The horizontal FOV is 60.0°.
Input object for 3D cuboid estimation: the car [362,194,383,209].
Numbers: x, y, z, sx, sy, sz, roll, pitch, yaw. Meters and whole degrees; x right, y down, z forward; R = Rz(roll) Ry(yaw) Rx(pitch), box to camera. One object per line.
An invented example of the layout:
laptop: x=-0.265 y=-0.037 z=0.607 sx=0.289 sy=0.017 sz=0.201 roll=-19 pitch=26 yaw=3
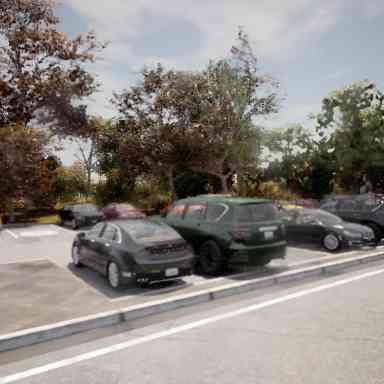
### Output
car: x=26.780 y=1.332 z=45.595 sx=2.435 sy=2.045 sz=5.566 roll=0 pitch=0 yaw=-36

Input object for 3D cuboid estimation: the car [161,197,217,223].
car: x=-0.308 y=1.325 z=26.236 sx=2.185 sy=1.767 sz=4.553 roll=0 pitch=0 yaw=-36

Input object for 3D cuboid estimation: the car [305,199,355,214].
car: x=15.520 y=1.541 z=37.615 sx=2.163 sy=1.488 sz=4.792 roll=0 pitch=0 yaw=-36

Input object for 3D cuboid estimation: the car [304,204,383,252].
car: x=5.012 y=1.446 z=14.011 sx=2.231 sy=1.521 sz=4.892 roll=0 pitch=0 yaw=-35

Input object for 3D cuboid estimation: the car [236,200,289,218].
car: x=6.473 y=1.515 z=31.111 sx=2.002 sy=1.452 sz=4.674 roll=0 pitch=0 yaw=-36

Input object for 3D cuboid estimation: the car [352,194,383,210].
car: x=24.615 y=1.315 z=44.046 sx=2.435 sy=2.045 sz=5.566 roll=0 pitch=0 yaw=-36

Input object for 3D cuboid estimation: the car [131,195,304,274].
car: x=0.434 y=1.196 z=10.778 sx=2.435 sy=2.045 sz=5.566 roll=0 pitch=0 yaw=-35

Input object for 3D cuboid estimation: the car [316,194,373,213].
car: x=17.818 y=1.271 z=39.188 sx=2.435 sy=2.045 sz=5.566 roll=0 pitch=0 yaw=-36

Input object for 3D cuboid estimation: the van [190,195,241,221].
van: x=1.870 y=1.230 z=27.971 sx=1.878 sy=1.987 sz=4.442 roll=0 pitch=0 yaw=-35

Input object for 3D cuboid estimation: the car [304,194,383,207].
car: x=7.284 y=1.199 z=15.658 sx=2.435 sy=2.045 sz=5.566 roll=0 pitch=0 yaw=-35

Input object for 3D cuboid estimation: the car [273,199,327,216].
car: x=11.008 y=1.493 z=34.348 sx=2.097 sy=1.535 sz=5.008 roll=0 pitch=0 yaw=-36

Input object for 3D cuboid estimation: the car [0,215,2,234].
car: x=-11.664 y=1.462 z=18.179 sx=2.097 sy=1.535 sz=5.008 roll=0 pitch=0 yaw=-35

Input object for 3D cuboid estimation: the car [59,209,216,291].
car: x=-1.827 y=1.455 z=9.126 sx=2.231 sy=1.521 sz=4.892 roll=0 pitch=0 yaw=-35

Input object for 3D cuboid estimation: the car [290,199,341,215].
car: x=13.288 y=1.532 z=35.948 sx=2.163 sy=1.488 sz=4.792 roll=0 pitch=0 yaw=-36

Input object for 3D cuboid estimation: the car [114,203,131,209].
car: x=-4.862 y=1.485 z=23.031 sx=2.002 sy=1.452 sz=4.674 roll=0 pitch=0 yaw=-35

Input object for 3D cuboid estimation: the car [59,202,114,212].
car: x=-7.134 y=1.447 z=21.417 sx=2.097 sy=1.535 sz=5.008 roll=0 pitch=0 yaw=-35

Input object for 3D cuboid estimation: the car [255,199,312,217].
car: x=8.846 y=1.481 z=32.581 sx=1.946 sy=1.575 sz=5.366 roll=0 pitch=0 yaw=-36
